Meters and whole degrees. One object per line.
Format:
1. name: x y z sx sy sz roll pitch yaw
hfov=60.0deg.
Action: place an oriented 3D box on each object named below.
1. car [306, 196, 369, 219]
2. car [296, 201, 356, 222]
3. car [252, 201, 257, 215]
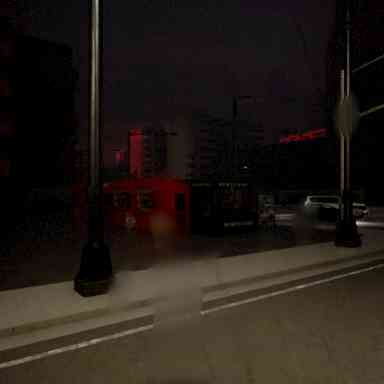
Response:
1. car: 12.797 1.339 29.946 2.150 2.045 5.566 0 -1 -36
2. car: 10.578 1.667 27.037 1.994 1.385 4.181 0 -1 -36
3. car: 5.396 1.685 34.197 1.882 1.535 5.008 0 -1 -36
